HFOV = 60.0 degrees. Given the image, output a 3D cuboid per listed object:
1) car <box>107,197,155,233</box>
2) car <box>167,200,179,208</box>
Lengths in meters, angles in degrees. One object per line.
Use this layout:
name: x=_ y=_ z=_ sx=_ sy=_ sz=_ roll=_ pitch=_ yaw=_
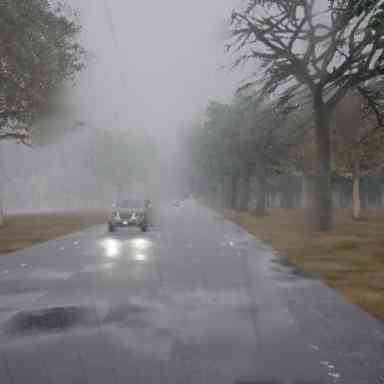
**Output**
car: x=-3.598 y=1.319 z=20.689 sx=2.150 sy=2.045 sz=5.566 roll=0 pitch=-1 yaw=0
car: x=-3.512 y=2.328 z=62.566 sx=1.812 sy=1.442 sz=4.674 roll=0 pitch=-1 yaw=0
